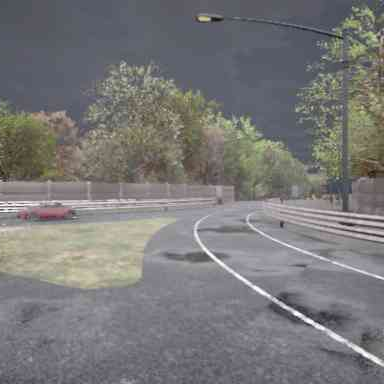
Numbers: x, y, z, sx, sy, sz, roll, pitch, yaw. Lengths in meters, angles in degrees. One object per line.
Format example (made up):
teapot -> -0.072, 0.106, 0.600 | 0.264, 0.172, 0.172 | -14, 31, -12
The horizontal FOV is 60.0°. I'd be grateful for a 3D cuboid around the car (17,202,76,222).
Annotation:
car -> -11.199, 1.501, 25.755 | 4.181, 1.385, 1.994 | 0, 0, -33
